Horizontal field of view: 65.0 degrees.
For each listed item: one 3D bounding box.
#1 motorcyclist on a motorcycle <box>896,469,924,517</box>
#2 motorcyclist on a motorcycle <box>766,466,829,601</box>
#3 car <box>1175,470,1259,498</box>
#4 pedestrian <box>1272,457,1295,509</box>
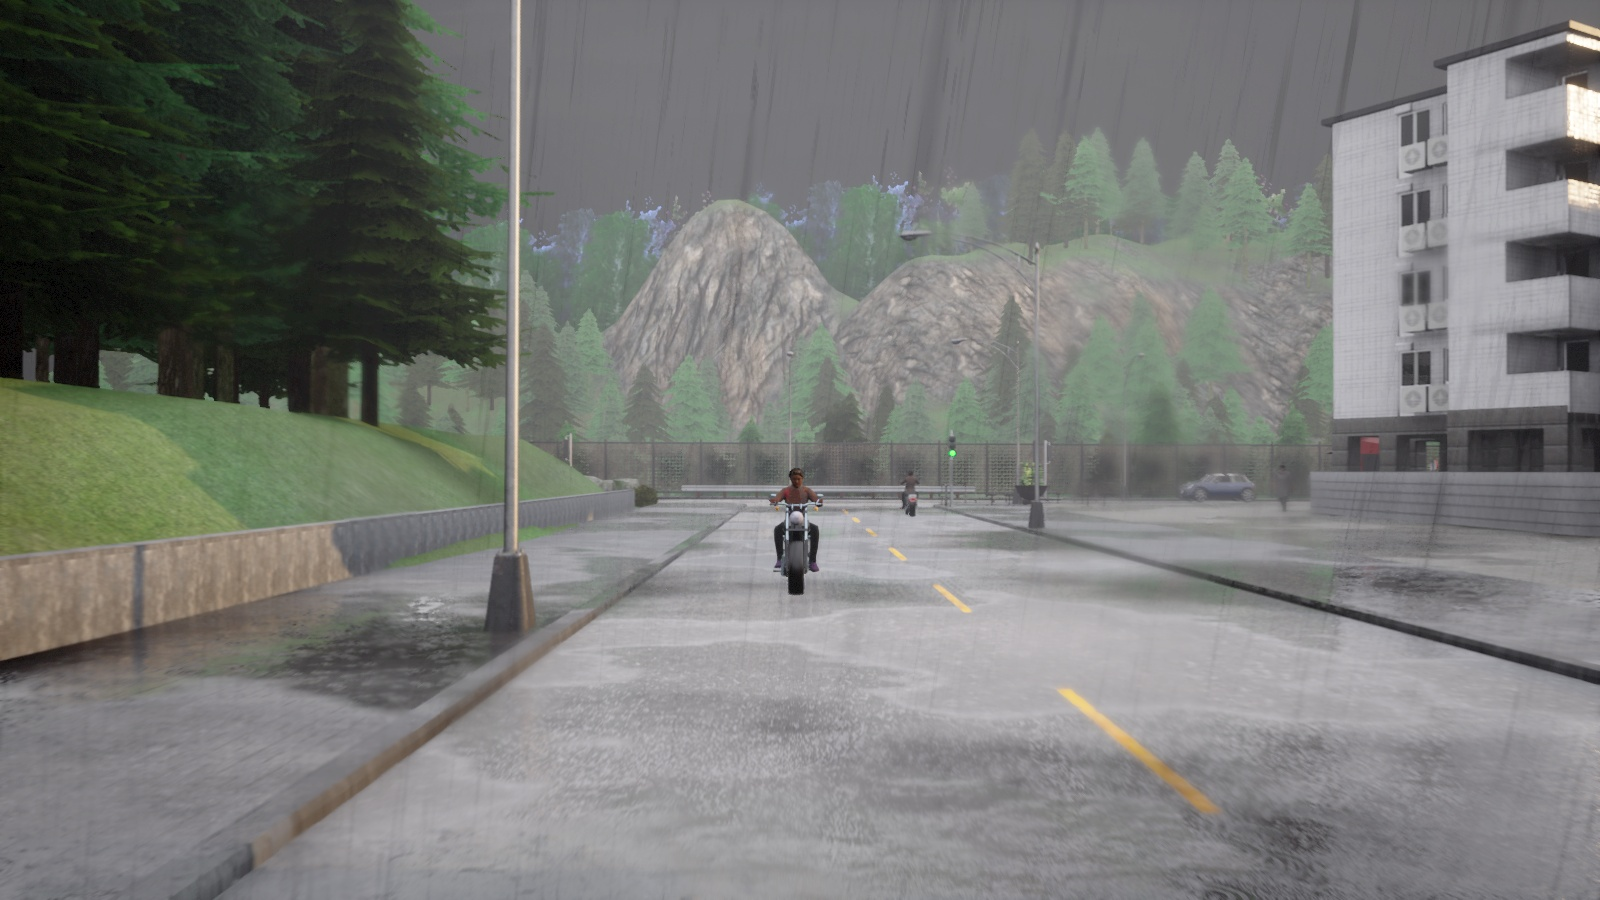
[{"bbox_3d":[3.897,1.496,44.604,0.766,1.649,2.350,0,-1,0],"label":"motorcyclist on a motorcycle"},{"bbox_3d":[-0.039,1.043,16.596,0.766,1.649,2.350,0,-1,0],"label":"motorcyclist on a motorcycle"},{"bbox_3d":[22.217,1.812,66.967,3.806,1.475,1.970,0,-1,0],"label":"car"},{"bbox_3d":[18.271,1.246,47.464,0.659,1.952,0.873,-1,-1,32],"label":"pedestrian"}]
